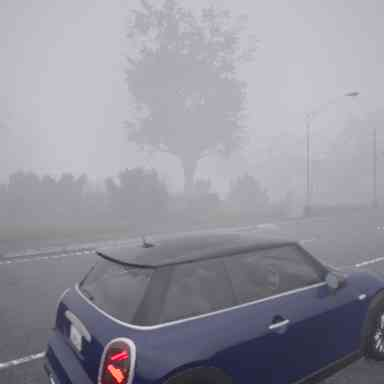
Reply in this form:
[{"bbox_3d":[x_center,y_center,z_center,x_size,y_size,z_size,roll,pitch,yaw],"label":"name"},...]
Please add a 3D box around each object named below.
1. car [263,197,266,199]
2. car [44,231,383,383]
[{"bbox_3d":[10.805,0.636,55.716,2.128,1.511,4.902,-1,1,-33],"label":"car"},{"bbox_3d":[0.682,1.292,4.235,4.553,1.767,2.097,-1,1,-35],"label":"car"}]
